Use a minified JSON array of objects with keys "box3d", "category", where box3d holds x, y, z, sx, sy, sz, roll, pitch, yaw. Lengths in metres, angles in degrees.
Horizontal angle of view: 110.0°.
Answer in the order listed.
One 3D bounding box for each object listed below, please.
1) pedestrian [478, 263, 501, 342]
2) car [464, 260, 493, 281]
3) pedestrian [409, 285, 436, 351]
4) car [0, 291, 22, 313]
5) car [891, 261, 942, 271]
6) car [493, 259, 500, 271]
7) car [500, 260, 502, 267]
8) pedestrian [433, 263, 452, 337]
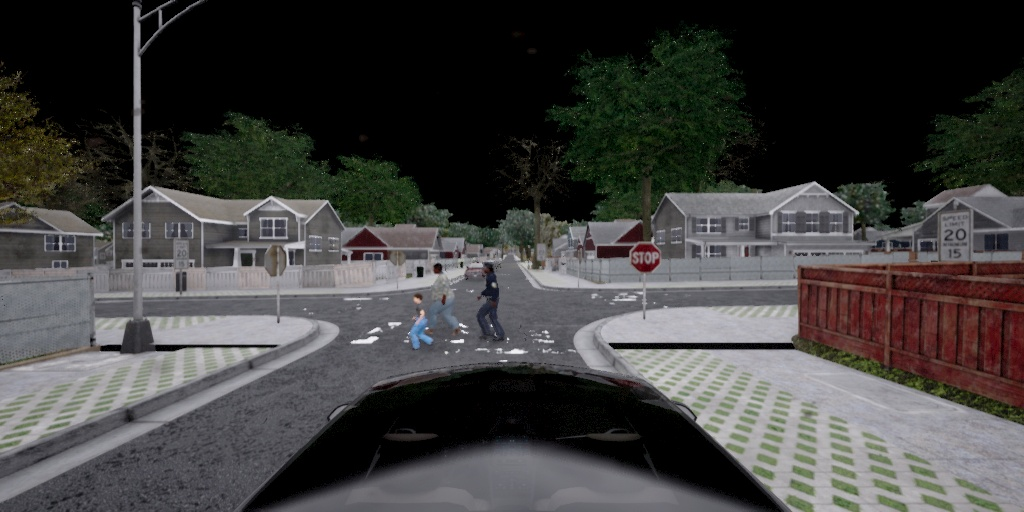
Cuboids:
[{"box3d":[-0.506,1.040,8.203,0.375,1.860,0.375,0,0,0],"category":"pedestrian"},{"box3d":[-2.856,1.255,30.283,1.812,1.442,4.674,0,0,0],"category":"car"},{"box3d":[-1.897,1.320,7.603,0.375,1.300,0.375,0,0,0],"category":"pedestrian"},{"box3d":[-21.870,1.597,13.596,4.892,1.490,1.837,-1,0,0],"category":"car"},{"box3d":[18.602,0.955,16.935,4.181,1.385,1.994,-1,0,-1],"category":"car"},{"box3d":[-2.853,1.240,47.177,1.812,1.442,4.674,0,0,0],"category":"car"},{"box3d":[-2.771,1.259,63.293,1.837,1.490,4.892,0,0,0],"category":"car"},{"box3d":[-1.753,1.039,8.803,0.375,1.860,0.375,0,0,0],"category":"pedestrian"}]
